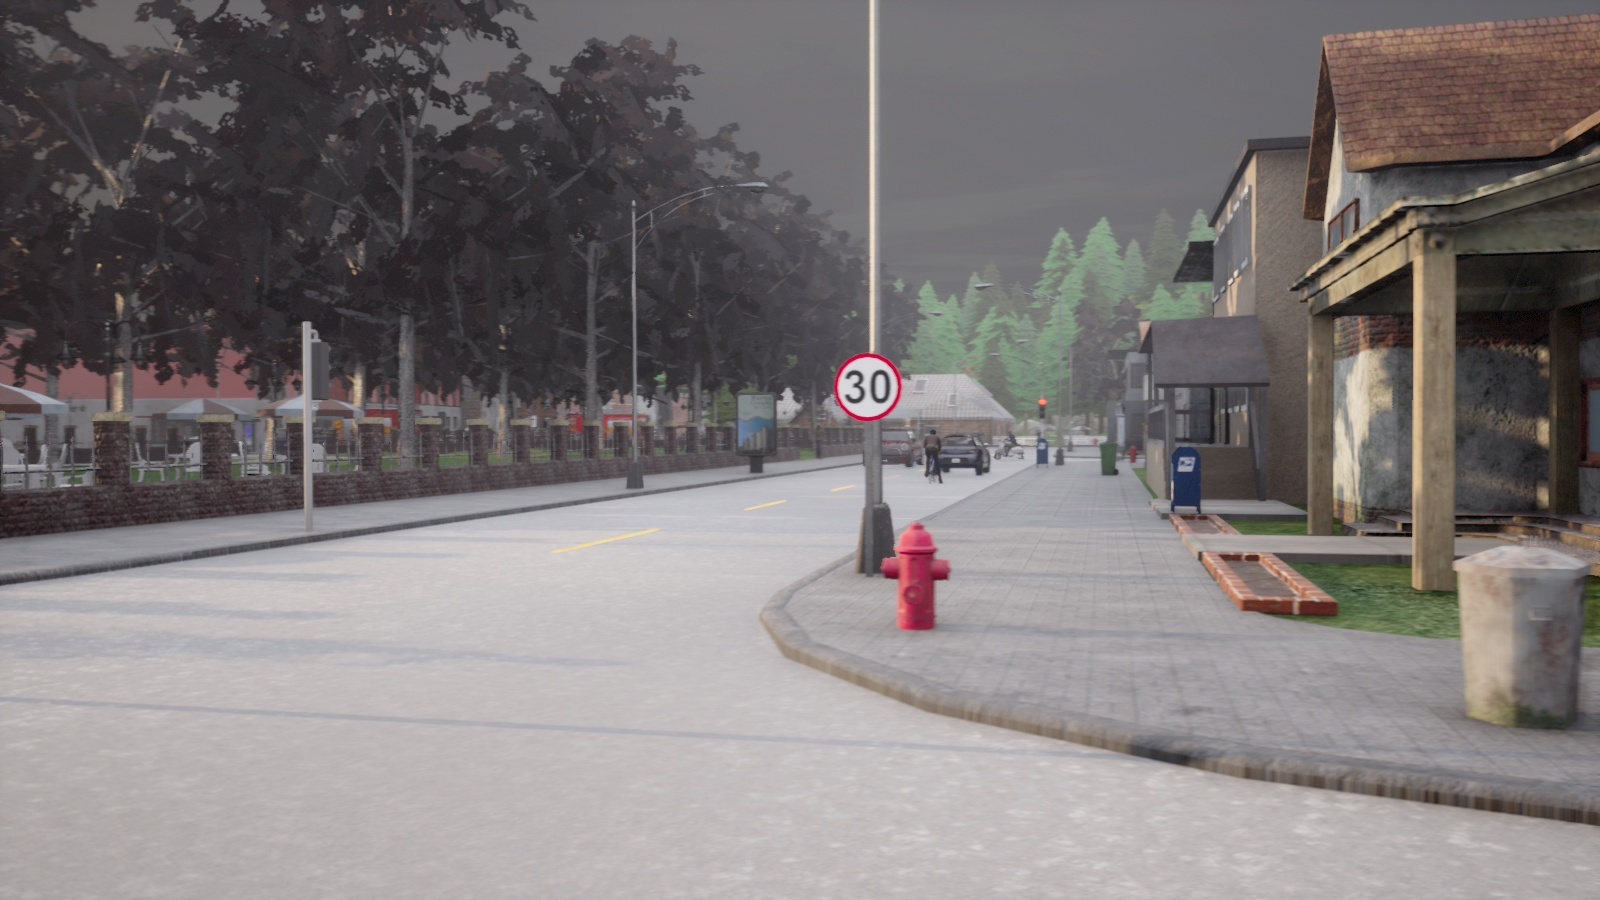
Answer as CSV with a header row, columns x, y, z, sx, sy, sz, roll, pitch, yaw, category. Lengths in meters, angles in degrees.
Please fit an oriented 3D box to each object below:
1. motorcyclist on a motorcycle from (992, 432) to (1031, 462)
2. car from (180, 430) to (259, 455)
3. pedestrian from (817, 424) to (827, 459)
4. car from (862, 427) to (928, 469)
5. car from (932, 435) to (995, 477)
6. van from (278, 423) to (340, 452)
x,y,z,sx,sy,sz,roll,pitch,yaw,category
11.198,-0.171,66.627,1.817,1.590,0.866,0,2,-17,motorcyclist on a motorcycle
-36.543,-0.503,79.189,1.837,1.490,4.892,0,1,14,car
1.128,-0.433,65.092,0.328,1.805,0.869,0,1,14,pedestrian
4.245,-0.126,55.373,2.097,1.767,4.553,0,1,15,car
6.012,0.180,45.766,1.816,1.474,4.193,0,1,14,car
-34.376,-0.878,88.020,1.775,1.987,4.442,0,1,14,van
